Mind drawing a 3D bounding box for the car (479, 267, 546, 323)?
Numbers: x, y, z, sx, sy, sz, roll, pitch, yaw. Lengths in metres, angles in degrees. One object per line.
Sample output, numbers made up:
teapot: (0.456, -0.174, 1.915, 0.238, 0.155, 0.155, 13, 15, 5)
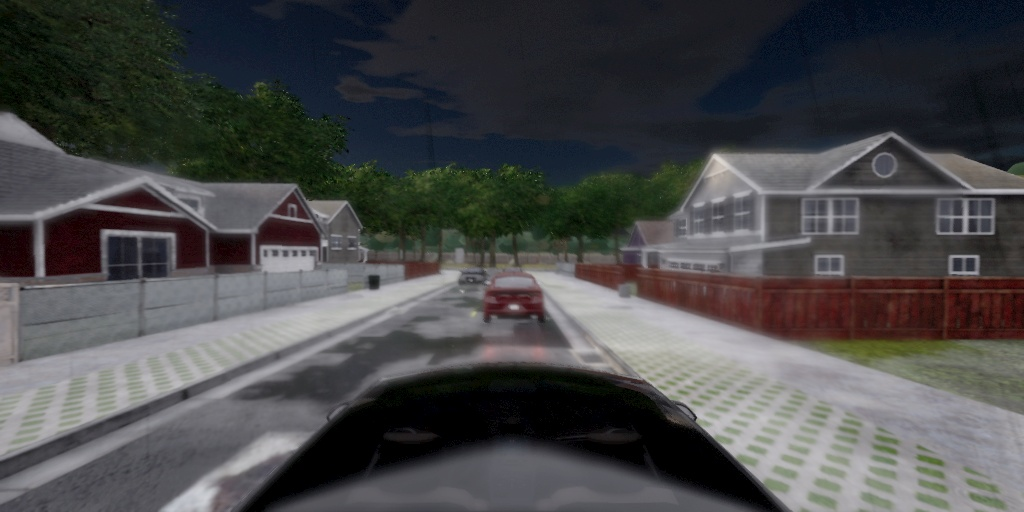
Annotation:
car: (0.087, 1.331, 12.697, 1.882, 1.535, 5.008, 0, 0, 0)

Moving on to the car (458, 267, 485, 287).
car: (-2.851, 1.549, 27.178, 1.994, 1.385, 4.181, 0, -1, 0)

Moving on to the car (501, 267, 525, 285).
car: (0.090, 1.615, 30.469, 1.895, 1.301, 4.718, 0, -1, 0)
